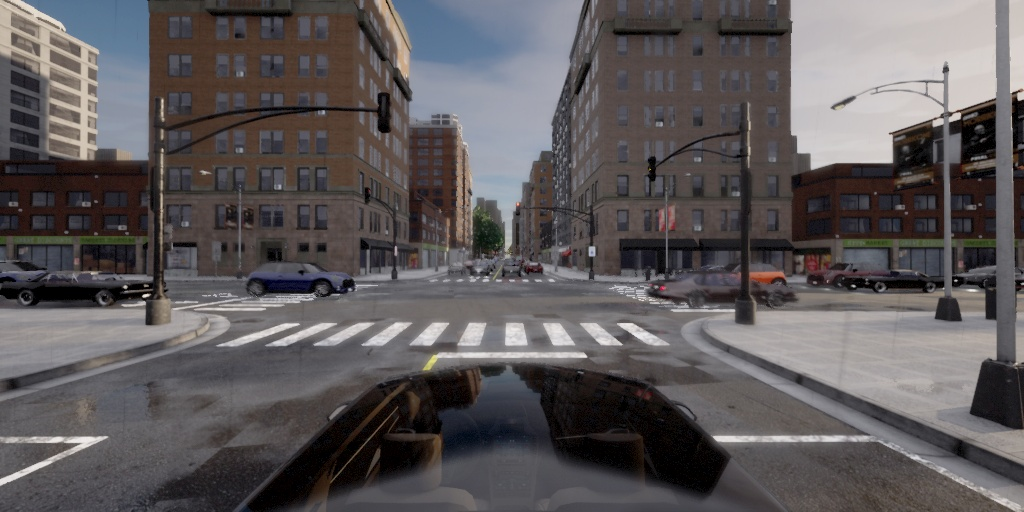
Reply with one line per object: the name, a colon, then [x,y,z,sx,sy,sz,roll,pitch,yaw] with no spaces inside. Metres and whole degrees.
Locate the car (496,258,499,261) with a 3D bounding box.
car: [-3.487,1.314,57.744,1.837,1.490,4.892,0,0,0]

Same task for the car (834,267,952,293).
car: [22.377,1.467,21.200,4.718,1.301,1.895,0,0,-1]

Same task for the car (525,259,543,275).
car: [2.461,1.319,39.908,1.888,1.381,4.507,0,0,-1]

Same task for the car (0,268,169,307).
car: [-16.666,1.244,14.185,4.718,1.301,1.895,0,0,0]

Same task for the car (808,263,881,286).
car: [22.885,1.246,24.454,4.553,1.767,2.097,0,0,-1]

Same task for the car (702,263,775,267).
car: [13.391,1.178,21.131,4.553,1.767,2.097,0,0,0]

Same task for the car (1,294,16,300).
car: [-5.855,1.190,1.454,1.967,1.591,4.097,0,0,0]

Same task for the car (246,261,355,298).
car: [-10.154,1.048,17.496,4.553,1.767,2.097,0,0,0]

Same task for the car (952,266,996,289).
car: [32.769,1.443,24.524,4.892,1.490,1.837,0,0,0]

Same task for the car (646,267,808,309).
car: [8.276,1.299,14.387,5.357,1.411,2.033,0,0,-1]

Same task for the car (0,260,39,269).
car: [-24.472,0.989,17.385,4.553,1.767,2.097,0,0,0]

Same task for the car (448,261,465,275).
car: [-6.064,1.324,39.814,2.007,1.370,4.403,0,0,-1]

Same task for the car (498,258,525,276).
car: [-0.079,1.262,37.134,2.128,1.511,4.902,0,0,-1]

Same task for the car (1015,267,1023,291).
car: [32.316,1.475,21.271,4.181,1.385,1.994,0,0,-1]

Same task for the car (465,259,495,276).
car: [-3.268,1.263,37.559,2.128,1.511,4.902,0,0,0]

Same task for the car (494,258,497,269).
car: [-3.376,1.333,47.363,2.033,1.411,5.357,0,0,-1]
